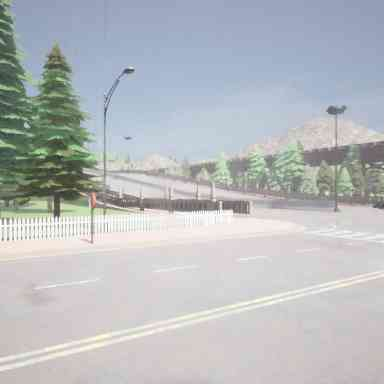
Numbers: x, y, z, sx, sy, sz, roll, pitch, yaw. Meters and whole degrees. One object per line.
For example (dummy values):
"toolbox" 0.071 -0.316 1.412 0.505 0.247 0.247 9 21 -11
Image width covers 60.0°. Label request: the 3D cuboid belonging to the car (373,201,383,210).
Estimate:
"car" 24.223 1.490 39.571 2.128 1.511 4.902 0 0 -34
